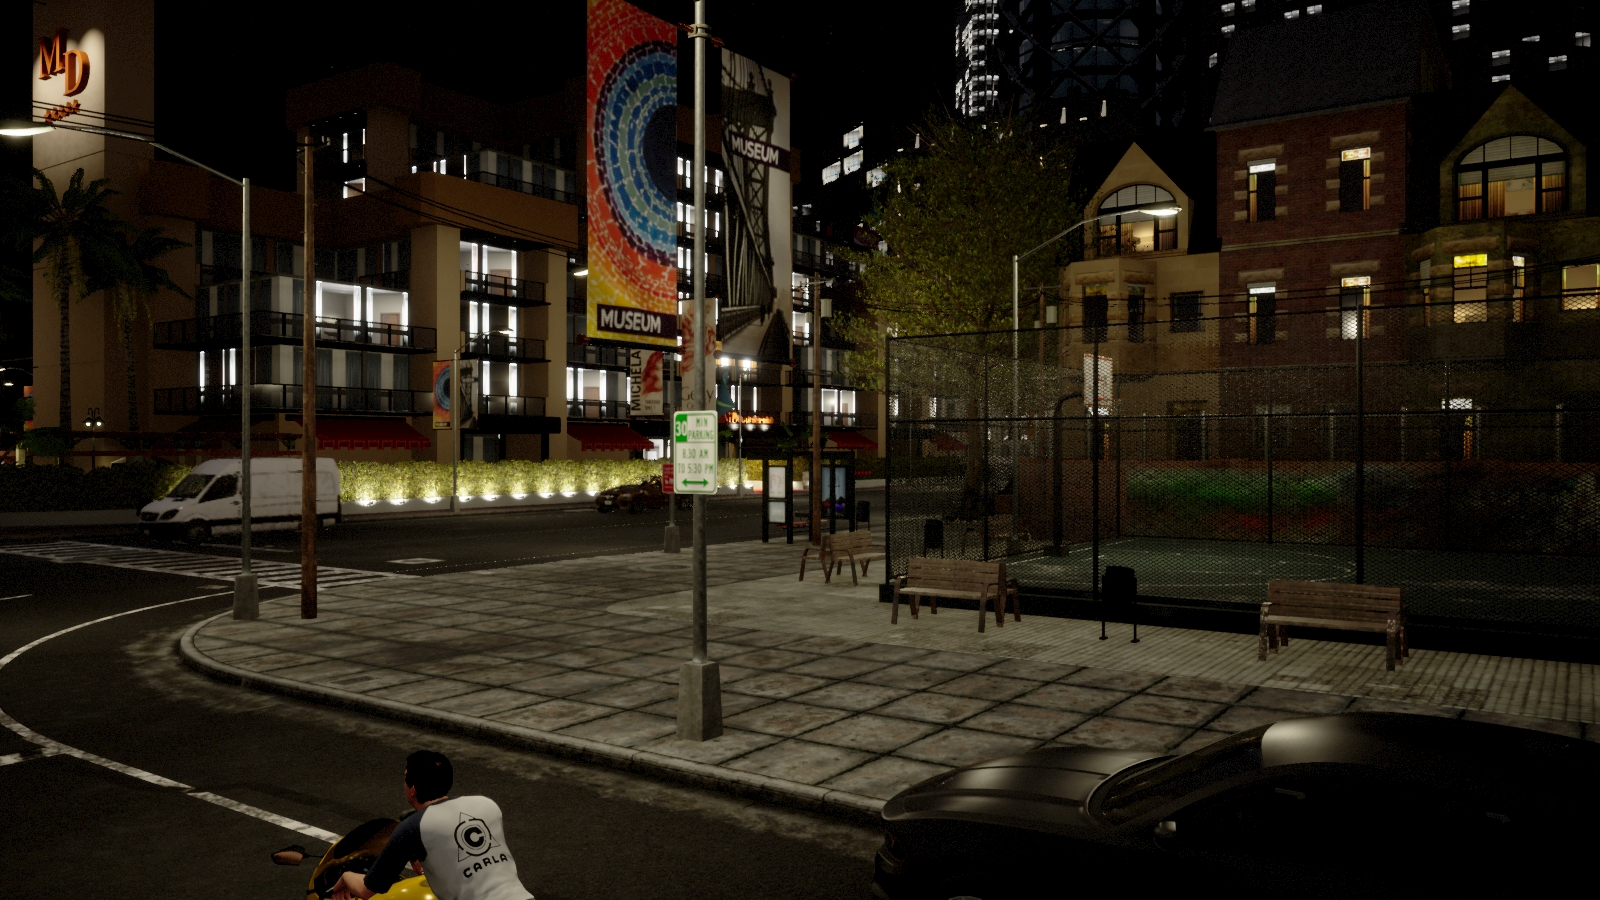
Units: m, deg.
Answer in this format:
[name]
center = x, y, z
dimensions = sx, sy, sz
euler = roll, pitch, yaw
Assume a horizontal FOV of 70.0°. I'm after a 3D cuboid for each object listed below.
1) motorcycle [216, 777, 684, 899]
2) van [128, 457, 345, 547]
[motorcycle]
center = -1.529, 2.213, 4.819
dimensions = 2.033, 1.145, 0.803
euler = 0, 0, 35
[van]
center = -17.558, 1.534, 35.980
dimensions = 1.988, 2.561, 5.915
euler = 0, 0, 35
